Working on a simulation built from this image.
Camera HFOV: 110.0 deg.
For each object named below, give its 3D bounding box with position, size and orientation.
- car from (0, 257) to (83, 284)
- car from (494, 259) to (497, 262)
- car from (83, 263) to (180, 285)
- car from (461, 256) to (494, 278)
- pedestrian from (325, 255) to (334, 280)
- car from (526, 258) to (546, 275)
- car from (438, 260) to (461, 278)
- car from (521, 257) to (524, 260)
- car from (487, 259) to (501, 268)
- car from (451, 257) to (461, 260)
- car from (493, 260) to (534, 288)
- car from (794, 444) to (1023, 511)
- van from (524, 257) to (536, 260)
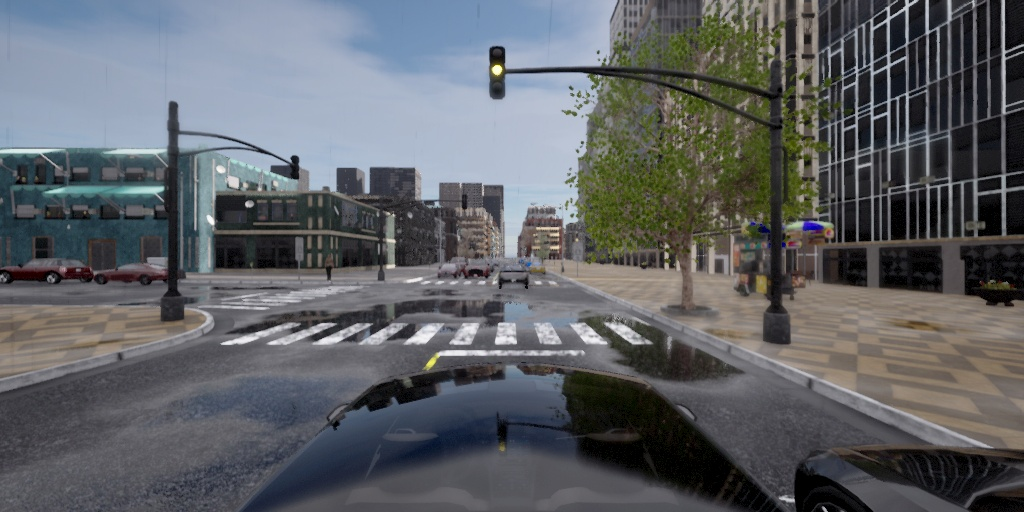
[{"bbox_3d":[-28.370,0.862,21.814,4.097,1.591,1.967,0,0,-1],"label":"car"},{"bbox_3d":[-3.086,1.209,43.163,2.128,1.511,4.902,0,0,0],"label":"car"},{"bbox_3d":[-22.822,1.073,21.892,4.207,1.307,1.802,0,0,-1],"label":"car"},{"bbox_3d":[-3.093,1.077,32.779,2.097,1.767,4.553,0,0,0],"label":"car"},{"bbox_3d":[-12.751,0.768,24.983,0.375,1.860,0.375,0,-1,-1],"label":"pedestrian"},{"bbox_3d":[2.688,1.246,38.704,1.751,1.417,4.829,0,0,0],"label":"car"},{"bbox_3d":[-5.691,1.307,32.980,1.802,1.307,4.207,0,0,0],"label":"car"},{"bbox_3d":[2.687,1.259,55.187,2.007,1.370,4.403,0,0,0],"label":"car"},{"bbox_3d":[-3.033,1.253,59.893,2.033,1.411,5.357,0,0,0],"label":"car"},{"bbox_3d":[-5.692,1.036,38.531,2.192,1.841,5.009,0,0,0],"label":"car"},{"bbox_3d":[0.099,1.224,23.440,2.128,1.511,4.902,0,0,0],"label":"car"},{"bbox_3d":[2.691,1.317,0.505,1.948,1.339,4.313,0,0,0],"label":"car"},{"bbox_3d":[2.688,1.057,44.085,1.690,1.789,3.998,0,0,0],"label":"van"}]
